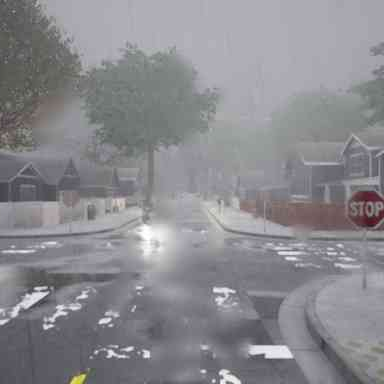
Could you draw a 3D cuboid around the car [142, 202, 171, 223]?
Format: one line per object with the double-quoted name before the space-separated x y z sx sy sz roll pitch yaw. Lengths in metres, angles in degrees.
"car" -2.667 1.542 25.788 2.128 1.511 4.902 0 0 0
